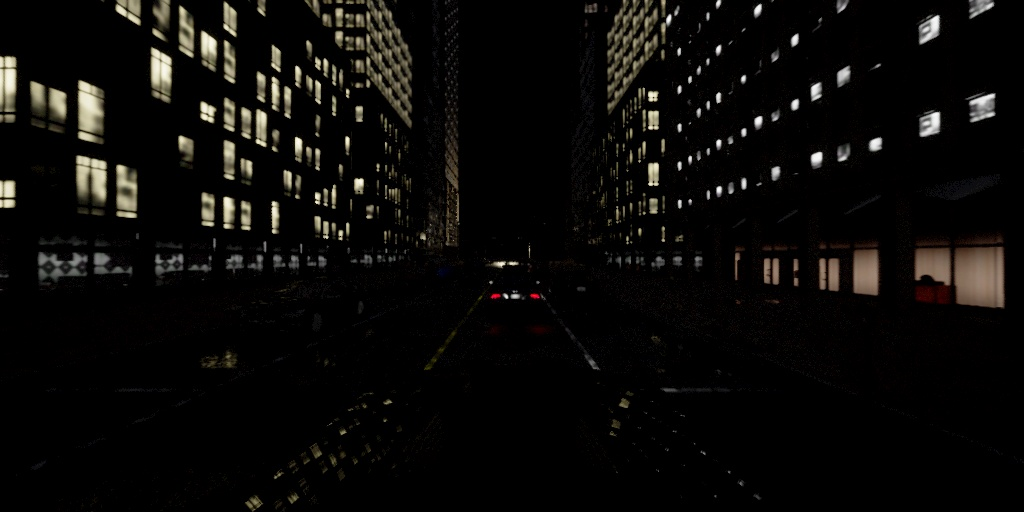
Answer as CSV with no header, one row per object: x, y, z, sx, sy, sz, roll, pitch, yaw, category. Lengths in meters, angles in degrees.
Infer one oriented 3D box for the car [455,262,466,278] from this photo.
-5.692,1.324,33.083,1.802,1.307,4.207,0,0,0,car

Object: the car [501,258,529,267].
0.097,1.234,32.151,2.128,1.511,4.902,0,0,0,car

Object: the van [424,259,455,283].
-5.692,1.085,27.391,1.690,1.789,3.998,0,0,0,van

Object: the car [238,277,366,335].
-5.691,1.300,10.313,2.007,1.370,4.403,0,0,0,car

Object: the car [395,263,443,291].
-5.692,1.292,21.698,1.888,1.381,4.507,0,0,0,car

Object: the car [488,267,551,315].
0.098,1.296,13.571,2.033,1.411,5.357,0,0,0,car

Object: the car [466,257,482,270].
-5.693,1.172,50.159,1.967,1.591,4.097,0,0,0,car

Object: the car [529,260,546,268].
2.688,1.178,38.761,1.967,1.591,4.097,0,0,0,car

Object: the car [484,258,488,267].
-5.694,1.290,61.544,1.948,1.339,4.313,0,0,0,car

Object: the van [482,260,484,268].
-5.694,1.069,55.852,1.690,1.789,3.998,0,0,0,van

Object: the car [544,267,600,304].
2.689,1.313,15.994,1.948,1.339,4.313,0,0,0,car
